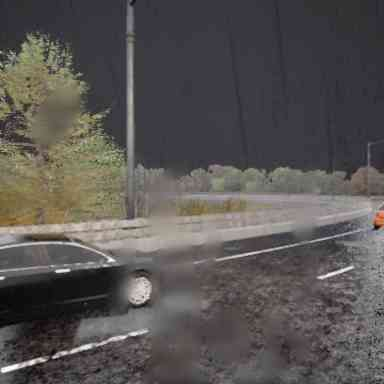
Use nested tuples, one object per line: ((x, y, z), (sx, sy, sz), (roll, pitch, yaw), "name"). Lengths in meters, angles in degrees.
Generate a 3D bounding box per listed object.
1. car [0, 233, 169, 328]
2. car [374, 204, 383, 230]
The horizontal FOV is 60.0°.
((-2.739, 1.550, 6.309), (4.892, 1.490, 1.837), (0, 0, -37), "car")
((12.852, 1.383, 20.441), (2.097, 1.767, 4.553), (-1, 0, 43), "car")
